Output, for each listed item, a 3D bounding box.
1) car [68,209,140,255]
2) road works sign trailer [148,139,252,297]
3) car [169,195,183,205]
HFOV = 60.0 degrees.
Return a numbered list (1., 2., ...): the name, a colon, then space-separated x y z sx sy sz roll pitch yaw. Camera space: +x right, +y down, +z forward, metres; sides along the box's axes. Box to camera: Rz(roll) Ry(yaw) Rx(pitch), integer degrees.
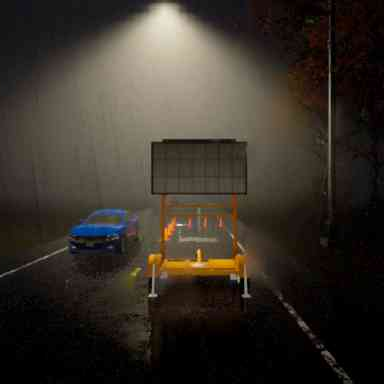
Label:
1. car: -3.351 1.473 13.544 1.882 1.535 5.008 0 0 1
2. road works sign trailer: 0.181 0.462 8.519 2.380 3.560 2.880 0 0 1
3. car: -2.640 1.322 56.653 2.097 1.767 4.553 0 0 1
